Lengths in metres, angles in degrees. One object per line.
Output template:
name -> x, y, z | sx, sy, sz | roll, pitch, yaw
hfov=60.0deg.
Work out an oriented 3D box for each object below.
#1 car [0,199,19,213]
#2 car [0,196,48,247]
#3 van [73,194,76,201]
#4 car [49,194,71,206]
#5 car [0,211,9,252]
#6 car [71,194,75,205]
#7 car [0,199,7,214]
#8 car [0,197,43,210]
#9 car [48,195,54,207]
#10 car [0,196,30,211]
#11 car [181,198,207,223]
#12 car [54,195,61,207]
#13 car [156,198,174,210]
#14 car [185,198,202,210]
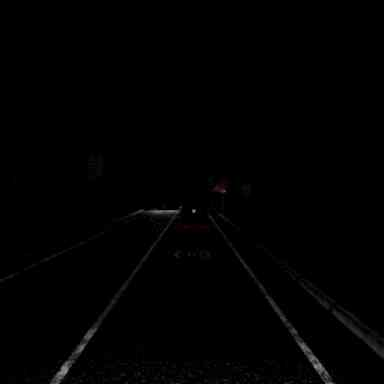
car -> -22.045, 1.519, 36.900 | 4.674, 1.452, 2.002 | 0, 0, 0
car -> -8.940, 1.245, 12.789 | 5.566, 2.045, 2.435 | 0, 0, 0
van -> -21.930, 1.249, 56.326 | 4.442, 1.987, 1.878 | 0, 0, 0
car -> -21.861, 1.472, 50.775 | 5.366, 1.575, 1.946 | 0, 0, 0
car -> -8.783, 1.496, 9.986 | 5.366, 1.575, 1.946 | 0, 0, 0
car -> -22.077, 1.504, 53.553 | 4.792, 1.488, 2.163 | 0, 0, 0
car -> -22.042, 1.480, 34.125 | 5.008, 1.535, 2.097 | 0, 0, 0
car -> -22.053, 1.476, 42.451 | 5.008, 1.535, 2.097 | 0, 0, 0
car -> -22.041, 1.477, 45.226 | 4.892, 1.521, 2.231 | 0, 0, 0
car -> -22.079, 1.352, 39.675 | 4.553, 1.767, 2.185 | 0, 0, 0
car -> 0.135, 1.430, 25.604 | 2.033, 1.649, 4.856 | 0, 0, 0
car -> -22.076, 1.504, 48.001 | 4.792, 1.488, 2.163 | 0, 0, 0
car -> -3.284, 1.456, 41.657 | 1.812, 1.442, 4.674 | 0, 0, 0
car -> 0.158, 1.491, 42.040 | 1.994, 1.385, 4.181 | 0, 1, 0
